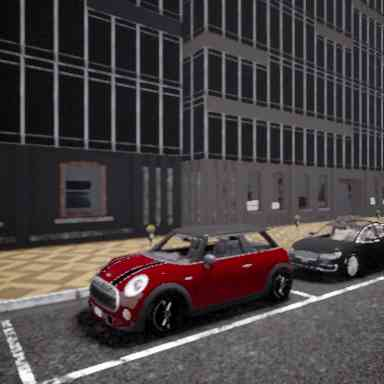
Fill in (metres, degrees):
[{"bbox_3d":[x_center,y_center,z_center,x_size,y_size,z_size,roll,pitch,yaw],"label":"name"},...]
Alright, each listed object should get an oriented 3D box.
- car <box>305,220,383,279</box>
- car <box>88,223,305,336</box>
[{"bbox_3d":[4.721,1.539,9.932,4.403,1.369,2.008,0,0,-36],"label":"car"},{"bbox_3d":[0.088,1.436,6.626,4.097,1.590,1.967,0,0,-36],"label":"car"}]
